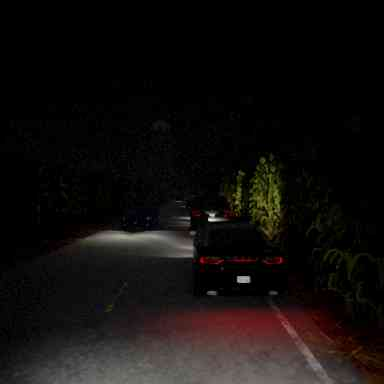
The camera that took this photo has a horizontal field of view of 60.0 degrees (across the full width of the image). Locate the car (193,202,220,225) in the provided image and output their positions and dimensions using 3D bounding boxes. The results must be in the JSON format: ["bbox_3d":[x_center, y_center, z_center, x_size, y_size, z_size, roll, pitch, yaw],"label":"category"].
[{"bbox_3d":[0.970,1.522,24.669,1.812,1.442,4.674,0,0,0],"label":"car"}]

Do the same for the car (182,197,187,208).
[{"bbox_3d":[0.035,1.540,46.761,2.033,1.411,5.357,0,0,1],"label":"car"}]

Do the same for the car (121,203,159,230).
[{"bbox_3d":[-3.192,1.474,21.222,1.882,1.535,5.008,0,0,0],"label":"car"}]

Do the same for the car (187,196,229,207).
[{"bbox_3d":[0.968,1.218,18.699,2.150,2.045,5.566,0,0,0],"label":"car"}]

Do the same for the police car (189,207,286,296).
[{"bbox_3d":[0.963,1.424,8.779,1.930,1.638,5.238,0,0,0],"label":"police car"}]

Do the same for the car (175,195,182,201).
[{"bbox_3d":[-3.125,1.534,82.044,2.033,1.411,5.357,0,0,1],"label":"car"}]
